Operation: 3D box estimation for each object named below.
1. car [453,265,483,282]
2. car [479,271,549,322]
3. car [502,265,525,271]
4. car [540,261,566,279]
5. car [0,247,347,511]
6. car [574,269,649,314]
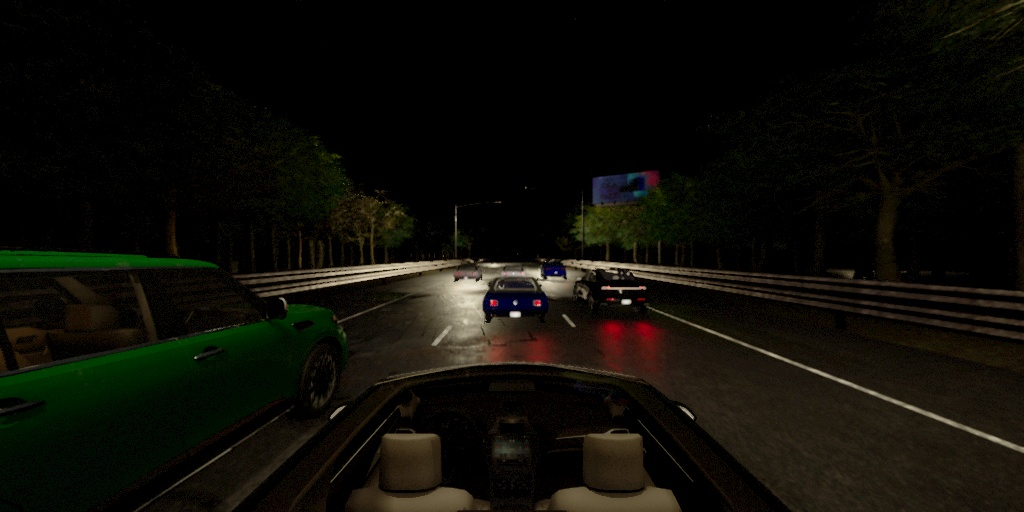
[{"bbox_3d":[-3.398,1.341,28.655,1.895,1.301,4.718,0,0,0],"label":"car"},{"bbox_3d":[0.099,1.346,12.248,1.895,1.301,4.718,0,0,0],"label":"car"},{"bbox_3d":[0.102,1.341,28.624,1.895,1.301,4.718,0,0,0],"label":"car"},{"bbox_3d":[3.602,1.216,31.755,1.882,1.535,5.008,0,0,0],"label":"car"},{"bbox_3d":[-3.400,0.970,2.704,2.150,2.045,5.566,0,0,0],"label":"car"},{"bbox_3d":[3.601,1.236,13.706,2.128,1.511,4.902,0,0,0],"label":"car"}]
